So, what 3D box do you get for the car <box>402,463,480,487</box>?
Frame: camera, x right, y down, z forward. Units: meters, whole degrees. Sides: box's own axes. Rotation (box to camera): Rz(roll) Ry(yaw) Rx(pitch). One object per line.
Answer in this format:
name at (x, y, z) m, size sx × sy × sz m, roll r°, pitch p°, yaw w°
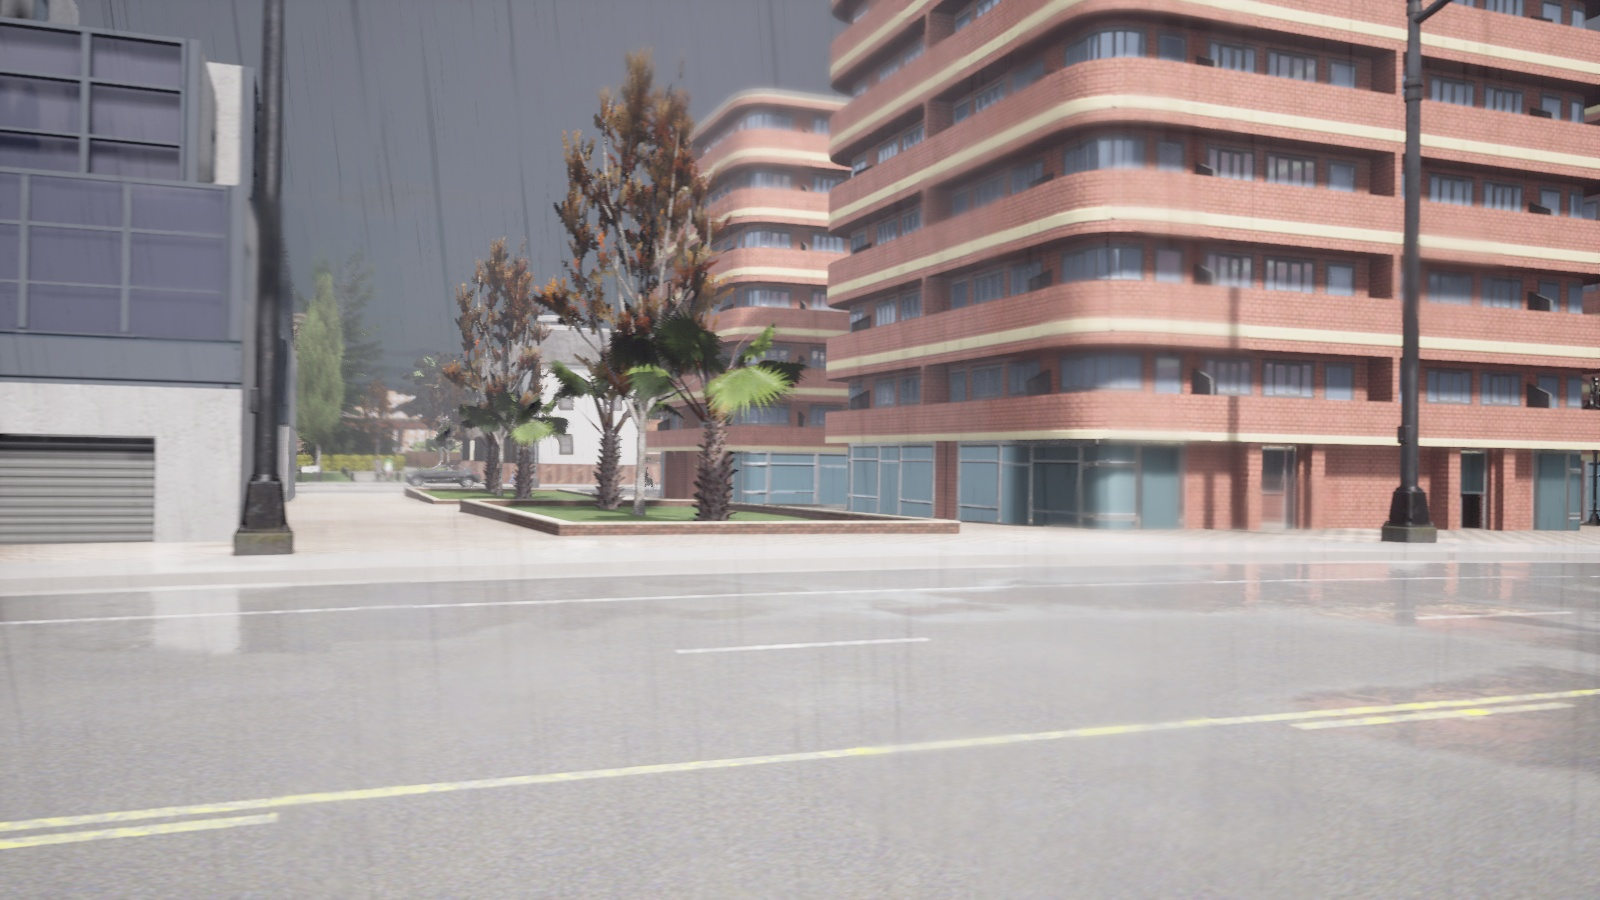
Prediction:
car at (-24.855, 1.730, 86.993) m, size 5.027 × 1.651 × 2.152 m, roll 1°, pitch 0°, yaw -20°
